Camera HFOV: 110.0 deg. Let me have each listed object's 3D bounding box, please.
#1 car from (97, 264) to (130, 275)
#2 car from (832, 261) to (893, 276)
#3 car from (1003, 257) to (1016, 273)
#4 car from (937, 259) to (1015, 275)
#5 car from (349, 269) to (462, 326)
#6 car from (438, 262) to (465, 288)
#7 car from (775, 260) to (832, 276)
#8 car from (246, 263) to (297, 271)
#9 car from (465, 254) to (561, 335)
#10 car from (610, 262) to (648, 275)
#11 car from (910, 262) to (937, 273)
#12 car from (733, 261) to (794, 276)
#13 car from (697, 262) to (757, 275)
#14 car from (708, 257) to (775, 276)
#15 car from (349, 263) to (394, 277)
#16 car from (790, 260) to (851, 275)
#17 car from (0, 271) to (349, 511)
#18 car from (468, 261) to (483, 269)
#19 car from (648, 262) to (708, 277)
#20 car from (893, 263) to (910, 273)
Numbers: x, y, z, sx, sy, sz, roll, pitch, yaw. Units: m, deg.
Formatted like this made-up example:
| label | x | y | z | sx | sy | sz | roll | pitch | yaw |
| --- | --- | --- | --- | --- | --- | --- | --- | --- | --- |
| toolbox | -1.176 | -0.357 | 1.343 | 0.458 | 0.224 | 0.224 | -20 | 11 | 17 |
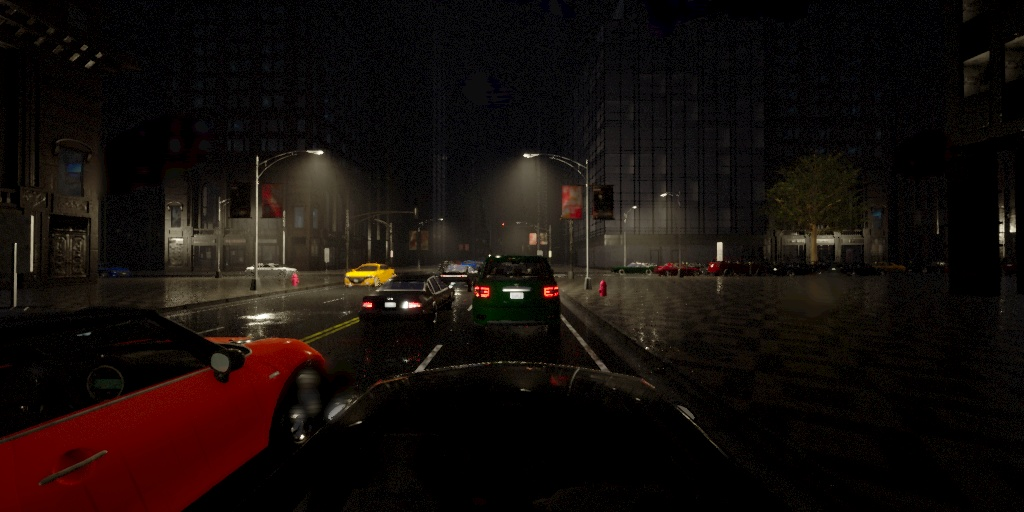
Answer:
| label | x | y | z | sx | sy | sz | roll | pitch | yaw |
| --- | --- | --- | --- | --- | --- | --- | --- | --- | --- |
| car | -40.871 | 1.488 | 35.475 | 5.008 | 1.535 | 1.882 | 0 | -1 | 0 |
| car | 32.283 | 1.260 | 33.563 | 4.313 | 1.339 | 1.948 | 0 | 0 | -1 |
| car | 49.198 | 0.973 | 33.797 | 5.009 | 1.841 | 2.192 | 0 | 0 | -1 |
| car | 43.559 | 1.214 | 33.720 | 4.507 | 1.381 | 1.888 | 0 | 0 | -1 |
| car | -3.120 | 1.307 | 11.714 | 2.033 | 1.411 | 5.357 | 0 | 0 | 0 |
| car | -3.121 | 1.280 | 21.451 | 2.128 | 1.511 | 4.902 | 0 | 0 | 0 |
| car | 26.646 | 1.276 | 33.485 | 4.313 | 1.339 | 1.948 | 0 | 0 | -1 |
| car | -23.729 | 1.458 | 35.426 | 4.674 | 1.442 | 1.812 | 0 | -1 | 0 |
| car | 0.115 | 0.979 | 10.630 | 2.150 | 2.045 | 5.566 | 0 | 0 | 0 |
| car | 13.214 | 1.422 | 39.075 | 4.718 | 1.301 | 1.895 | 0 | -1 | 0 |
| car | 49.087 | 1.326 | 42.321 | 4.313 | 1.339 | 1.948 | 0 | 0 | -1 |
| car | 25.220 | 1.249 | 36.043 | 4.892 | 1.490 | 1.837 | 0 | -1 | -1 |
| car | 23.464 | 1.335 | 39.222 | 5.357 | 1.411 | 2.033 | 0 | -1 | -1 |
| car | 21.008 | 1.041 | 33.408 | 5.009 | 1.841 | 2.192 | 0 | 0 | -1 |
| car | -9.632 | 1.278 | 24.647 | 1.882 | 1.535 | 5.008 | 0 | 0 | 0 |
| car | 33.766 | 1.251 | 39.348 | 4.902 | 1.511 | 2.128 | 0 | -1 | -1 |
| car | -3.147 | 1.102 | 2.303 | 2.097 | 1.767 | 4.553 | 0 | 0 | 0 |
| car | -6.451 | 1.599 | 64.033 | 2.033 | 1.411 | 5.357 | 0 | 0 | 1 |
| car | 15.370 | 1.327 | 33.330 | 4.207 | 1.307 | 1.802 | 0 | 0 | -1 |
| car | 43.278 | 1.296 | 42.241 | 4.829 | 1.417 | 1.751 | 0 | 0 | -1 |
